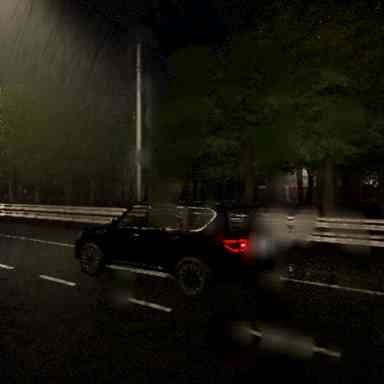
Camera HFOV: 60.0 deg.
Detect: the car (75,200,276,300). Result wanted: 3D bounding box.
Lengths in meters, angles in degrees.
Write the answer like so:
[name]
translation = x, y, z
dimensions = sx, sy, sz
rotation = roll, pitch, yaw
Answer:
[car]
translation = -0.652, 1.224, 8.638
dimensions = 5.566, 2.045, 2.150
rotation = 0, 0, 36
